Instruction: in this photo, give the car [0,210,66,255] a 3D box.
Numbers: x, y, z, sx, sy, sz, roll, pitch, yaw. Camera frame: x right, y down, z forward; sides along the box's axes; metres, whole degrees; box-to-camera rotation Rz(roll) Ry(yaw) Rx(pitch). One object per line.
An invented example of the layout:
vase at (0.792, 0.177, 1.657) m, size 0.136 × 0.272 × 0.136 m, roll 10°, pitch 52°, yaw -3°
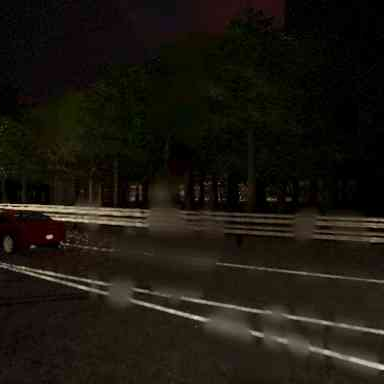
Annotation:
car at (-7.243, 1.487, 13.486) m, size 5.008 × 1.535 × 1.882 m, roll 0°, pitch 0°, yaw 34°
